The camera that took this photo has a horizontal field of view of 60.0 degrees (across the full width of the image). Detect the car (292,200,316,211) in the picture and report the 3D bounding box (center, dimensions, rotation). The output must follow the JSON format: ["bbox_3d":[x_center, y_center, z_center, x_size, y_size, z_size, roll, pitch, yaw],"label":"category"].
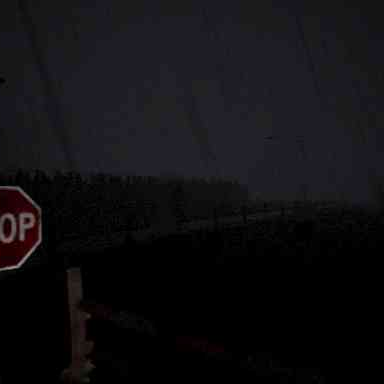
[{"bbox_3d":[14.271,1.720,42.484,2.033,1.411,5.357,-1,0,34],"label":"car"}]
